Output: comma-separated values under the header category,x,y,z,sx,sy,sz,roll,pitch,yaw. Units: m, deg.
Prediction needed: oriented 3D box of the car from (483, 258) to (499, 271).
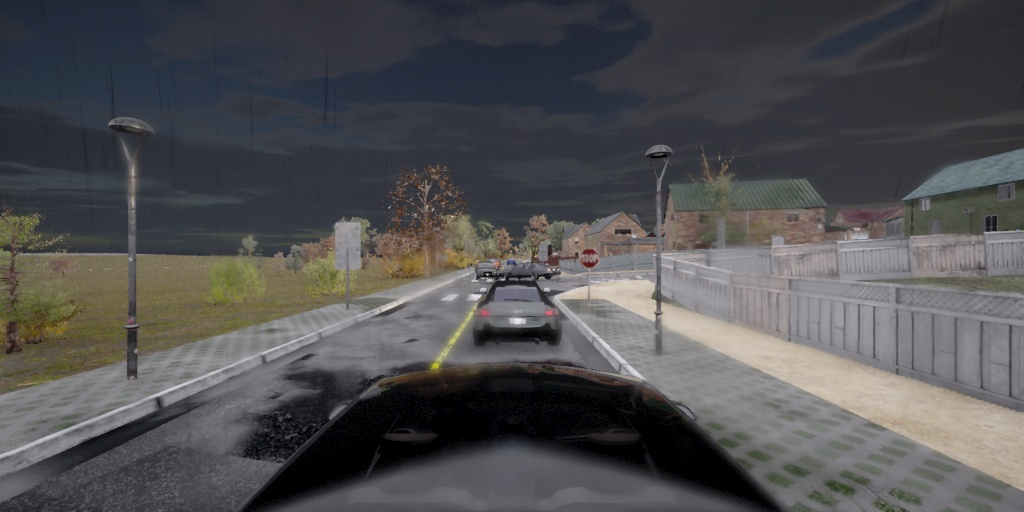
category,x,y,z,sx,sy,sz,roll,pitch,yaw
car,-2.933,1.120,51.131,2.097,1.767,4.553,0,0,1

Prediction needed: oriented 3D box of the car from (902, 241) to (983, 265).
category,x,y,z,sx,sy,sz,roll,pitch,yaw
car,23.855,-0.208,20.403,4.902,1.511,2.128,-3,0,14

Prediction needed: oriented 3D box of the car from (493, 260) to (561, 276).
category,x,y,z,sx,sy,sz,roll,pitch,yaw
car,1.290,1.197,28.409,5.357,1.411,2.033,-4,-3,43

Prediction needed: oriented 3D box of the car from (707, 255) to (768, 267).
category,x,y,z,sx,sy,sz,roll,pitch,yaw
car,14.351,0.413,22.809,4.181,1.385,1.994,-3,0,16

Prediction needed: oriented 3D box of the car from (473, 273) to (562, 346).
category,x,y,z,sx,sy,sz,roll,pitch,yaw
car,0.089,1.313,9.392,1.994,1.385,4.181,0,0,-1

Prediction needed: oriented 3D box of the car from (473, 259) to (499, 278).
category,x,y,z,sx,sy,sz,roll,pitch,yaw
car,-2.302,1.257,31.314,1.837,1.490,4.892,0,0,-8
